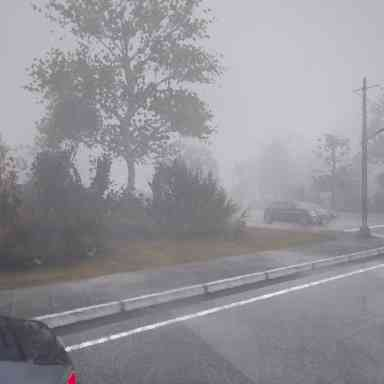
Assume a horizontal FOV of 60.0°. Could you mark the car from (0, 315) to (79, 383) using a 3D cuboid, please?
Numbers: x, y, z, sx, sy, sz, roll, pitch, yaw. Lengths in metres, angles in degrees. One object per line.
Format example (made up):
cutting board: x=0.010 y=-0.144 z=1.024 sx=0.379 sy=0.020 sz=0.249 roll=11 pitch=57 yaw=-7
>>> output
car: x=-2.848 y=1.564 z=1.946 sx=4.181 sy=1.385 sz=1.994 roll=0 pitch=0 yaw=-35

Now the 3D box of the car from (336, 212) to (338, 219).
car: x=9.243 y=1.592 z=26.912 sx=1.837 sy=1.490 sz=4.892 roll=0 pitch=0 yaw=-42

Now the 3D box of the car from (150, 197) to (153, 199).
car: x=-6.088 y=1.849 z=53.064 sx=5.566 sy=2.045 sz=2.150 roll=-2 pitch=-1 yaw=40

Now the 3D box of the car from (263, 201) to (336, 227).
car: x=7.342 y=1.426 z=23.669 sx=2.097 sy=1.767 sz=4.553 roll=0 pitch=-1 yaw=-38
